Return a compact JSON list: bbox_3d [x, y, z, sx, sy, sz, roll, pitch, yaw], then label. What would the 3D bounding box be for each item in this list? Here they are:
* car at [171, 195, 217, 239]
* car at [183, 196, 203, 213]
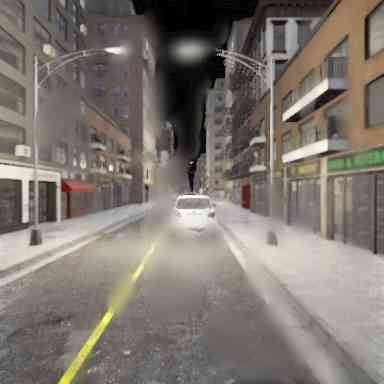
[{"bbox_3d":[0.093,1.189,17.382,2.150,2.045,5.566,0,0,0],"label":"car"},{"bbox_3d":[0.085,1.297,36.550,2.097,1.767,4.553,0,0,0],"label":"car"}]
